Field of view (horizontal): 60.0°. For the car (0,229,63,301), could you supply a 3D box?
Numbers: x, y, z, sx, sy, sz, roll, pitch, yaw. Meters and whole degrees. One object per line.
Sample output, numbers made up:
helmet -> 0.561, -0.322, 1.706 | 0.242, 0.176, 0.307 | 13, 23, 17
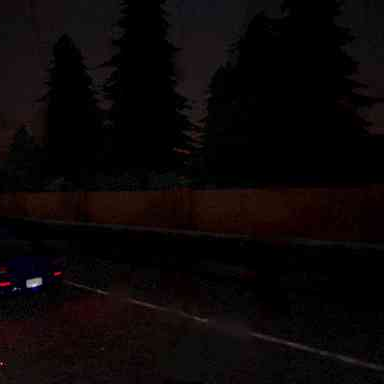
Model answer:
car -> -4.855, 1.612, 7.899 | 4.674, 1.442, 1.812 | -1, 0, 39
